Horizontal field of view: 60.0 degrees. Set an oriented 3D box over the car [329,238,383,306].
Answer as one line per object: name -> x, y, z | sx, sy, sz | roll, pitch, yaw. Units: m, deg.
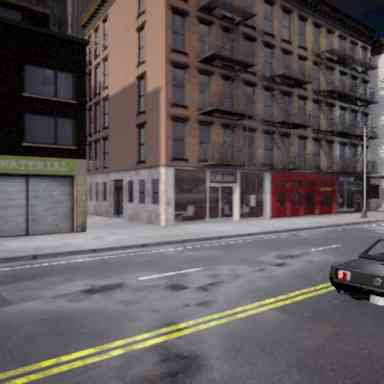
car -> 5.047, 1.596, 7.043 | 4.718, 1.301, 1.895 | 0, 0, -36
